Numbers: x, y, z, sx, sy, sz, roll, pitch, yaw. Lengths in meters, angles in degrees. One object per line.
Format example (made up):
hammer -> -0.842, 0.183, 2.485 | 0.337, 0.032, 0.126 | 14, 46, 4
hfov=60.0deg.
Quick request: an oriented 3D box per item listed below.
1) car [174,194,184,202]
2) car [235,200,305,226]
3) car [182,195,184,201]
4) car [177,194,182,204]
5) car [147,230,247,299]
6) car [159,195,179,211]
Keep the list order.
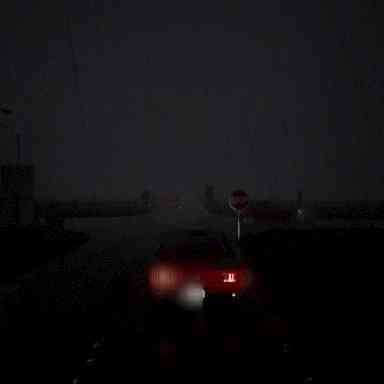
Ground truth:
car -> -2.811, 1.249, 72.741 | 1.882, 1.535, 5.008 | 0, 0, 0
car -> 5.311, 1.361, 22.866 | 4.553, 1.767, 2.097 | 0, 0, 0
car -> -2.854, 1.398, 59.514 | 1.837, 1.490, 4.892 | 0, 0, 0
car -> -2.873, 1.404, 49.340 | 1.882, 1.535, 5.008 | 0, 0, 0
car -> 0.093, 1.598, 8.372 | 1.895, 1.301, 4.718 | 0, 0, 0
car -> -2.849, 1.432, 39.291 | 1.882, 1.535, 5.008 | 0, 0, -1
